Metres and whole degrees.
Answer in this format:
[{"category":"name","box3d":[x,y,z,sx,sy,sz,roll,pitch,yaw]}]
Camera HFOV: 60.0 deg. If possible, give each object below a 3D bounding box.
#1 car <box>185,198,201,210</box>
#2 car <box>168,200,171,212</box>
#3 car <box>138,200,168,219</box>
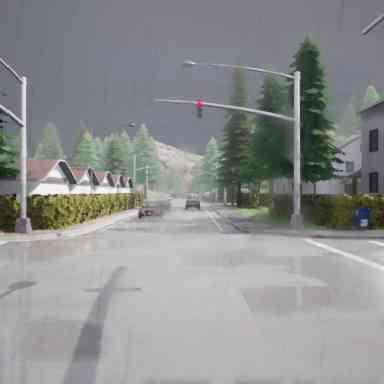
[{"category":"car","box3d":[0.110,1.517,43.314,1.837,1.490,4.892,0,0,0]},{"category":"car","box3d":[-3.491,1.612,39.343,1.895,1.301,4.718,0,0,0]},{"category":"car","box3d":[-3.493,1.572,29.348,1.994,1.385,4.181,0,0,0]}]
